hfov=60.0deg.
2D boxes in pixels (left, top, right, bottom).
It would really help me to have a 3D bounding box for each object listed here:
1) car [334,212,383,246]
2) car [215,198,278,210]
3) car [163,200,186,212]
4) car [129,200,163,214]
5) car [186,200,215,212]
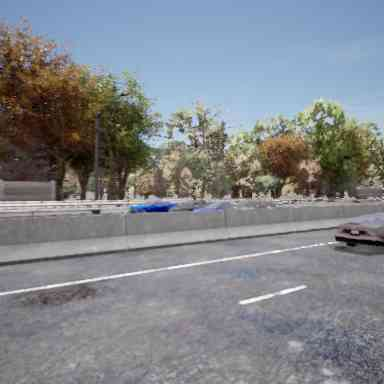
[{"bbox_3d":[8.192,1.562,14.013,5.357,1.411,2.033,0,0,-35],"label":"car"},{"bbox_3d":[4.299,1.369,24.241,4.553,1.767,2.097,0,0,-35],"label":"car"},{"bbox_3d":[0.169,1.522,29.893,4.892,1.490,1.837,0,0,-35],"label":"car"},{"bbox_3d":[-3.493,1.493,31.579,5.008,1.535,1.882,0,0,-35],"label":"car"},{"bbox_3d":[2.168,1.543,27.020,4.674,1.442,1.812,0,0,-35],"label":"car"}]
